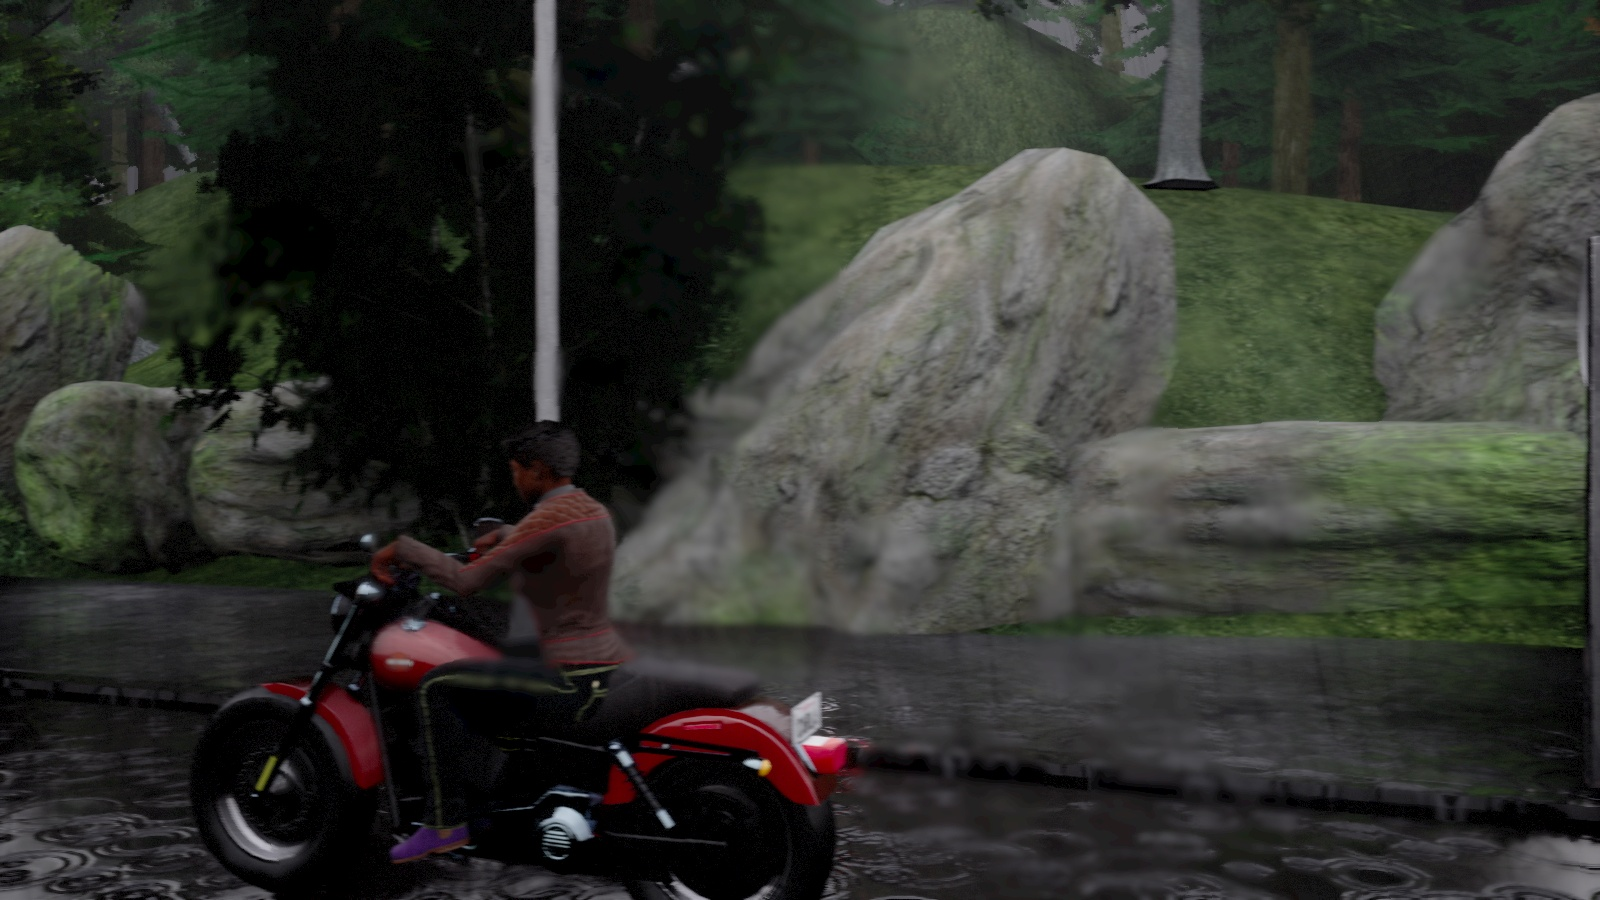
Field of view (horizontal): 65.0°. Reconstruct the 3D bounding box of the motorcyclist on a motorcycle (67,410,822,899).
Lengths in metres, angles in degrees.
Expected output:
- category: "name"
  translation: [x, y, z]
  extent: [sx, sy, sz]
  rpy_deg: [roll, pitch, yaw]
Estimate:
- category: "motorcyclist on a motorcycle"
  translation: [-1.165, 0.706, 4.112]
  extent: [2.350, 1.649, 0.766]
  rpy_deg: [0, 1, 19]
